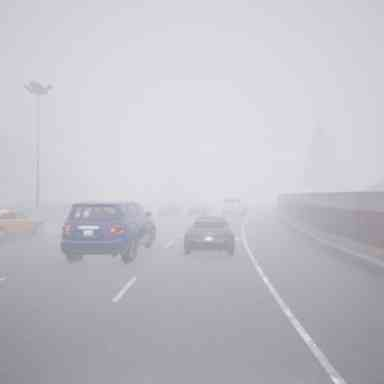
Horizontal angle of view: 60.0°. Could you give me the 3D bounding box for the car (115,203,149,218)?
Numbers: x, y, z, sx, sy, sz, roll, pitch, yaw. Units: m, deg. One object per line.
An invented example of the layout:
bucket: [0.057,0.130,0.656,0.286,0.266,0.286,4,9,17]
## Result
car: [-6.286,1.869,35.127,1.994,1.385,4.181,0,-1,13]

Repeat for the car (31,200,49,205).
car: [-16.198,1.836,39.552,2.128,1.511,4.902,0,-1,15]

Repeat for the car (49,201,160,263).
car: [-2.886,1.332,12.617,2.150,2.045,5.566,0,0,5]

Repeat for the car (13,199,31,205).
car: [-19.296,1.840,41.528,1.882,1.535,5.008,0,0,15]

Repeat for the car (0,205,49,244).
car: [-9.490,1.625,16.765,1.882,1.535,5.008,0,-1,6]

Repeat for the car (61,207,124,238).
car: [-5.638,1.697,19.600,1.812,1.442,4.674,0,-1,7]

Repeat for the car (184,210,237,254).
car: [0.790,1.687,14.115,1.994,1.385,4.181,0,0,5]

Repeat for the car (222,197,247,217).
car: [4.647,1.530,35.676,2.150,2.045,5.566,0,-1,15]

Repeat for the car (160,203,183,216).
car: [-2.327,1.880,36.499,1.994,1.385,4.181,0,-1,14]

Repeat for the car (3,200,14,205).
car: [-22.462,1.729,43.173,2.097,1.767,4.553,0,0,16]

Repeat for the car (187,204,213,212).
car: [0.929,1.906,35.263,1.895,1.301,4.718,0,-1,14]
